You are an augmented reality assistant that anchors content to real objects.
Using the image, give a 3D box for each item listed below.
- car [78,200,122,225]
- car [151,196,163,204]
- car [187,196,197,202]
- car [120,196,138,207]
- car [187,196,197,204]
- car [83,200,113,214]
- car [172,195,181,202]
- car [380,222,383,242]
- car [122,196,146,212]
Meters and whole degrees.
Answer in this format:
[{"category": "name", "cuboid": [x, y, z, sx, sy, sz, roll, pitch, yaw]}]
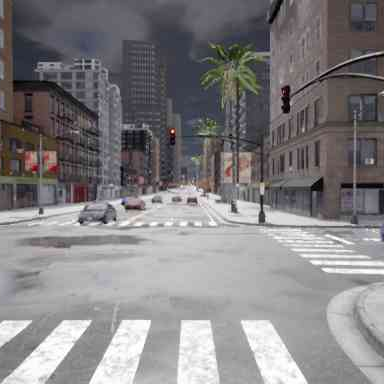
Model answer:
[{"category": "car", "cuboid": [-6.623, 1.497, 23.860, 1.812, 1.442, 4.674, 0, -1, 0]}, {"category": "car", "cuboid": [-6.598, 1.441, 62.808, 1.837, 1.490, 4.892, 0, 0, 0]}, {"category": "car", "cuboid": [-0.008, 1.472, 71.338, 1.994, 1.385, 4.181, 0, 0, 0]}, {"category": "car", "cuboid": [-9.898, 1.432, 52.522, 1.882, 1.535, 5.008, 0, 0, 0]}, {"category": "car", "cuboid": [0.032, 1.415, 61.296, 1.882, 1.535, 5.008, 0, 0, 0]}, {"category": "car", "cuboid": [-9.889, 1.577, 35.426, 1.895, 1.301, 4.718, 0, 0, 0]}, {"category": "car", "cuboid": [-3.248, 1.410, 70.870, 2.128, 1.511, 4.902, 0, 0, 0]}, {"category": "car", "cuboid": [10.304, 1.610, 13.270, 5.008, 1.535, 1.882, 0, 1, 2]}, {"category": "car", "cuboid": [-6.644, 1.451, 39.119, 1.882, 1.535, 5.008, 0, 0, 0]}]
